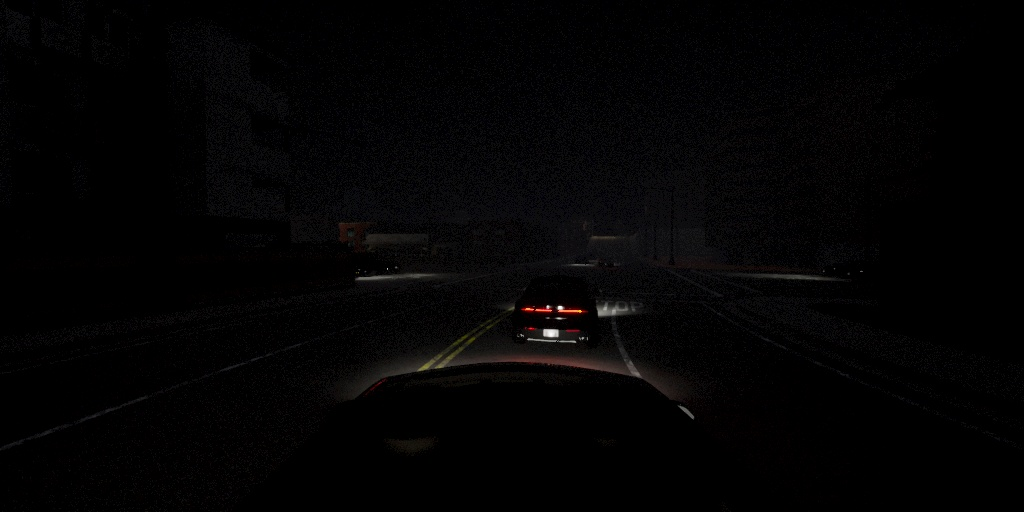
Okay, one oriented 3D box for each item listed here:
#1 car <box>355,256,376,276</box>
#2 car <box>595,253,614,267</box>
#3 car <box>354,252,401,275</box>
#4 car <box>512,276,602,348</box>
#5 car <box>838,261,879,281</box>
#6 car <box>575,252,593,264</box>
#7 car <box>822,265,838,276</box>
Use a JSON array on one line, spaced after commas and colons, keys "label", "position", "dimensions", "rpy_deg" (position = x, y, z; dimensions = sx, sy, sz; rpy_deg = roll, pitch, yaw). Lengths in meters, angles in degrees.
[{"label": "car", "position": [-14.533, 1.030, 30.685], "dimensions": [4.892, 1.490, 1.837], "rpy_deg": [1, 2, 18]}, {"label": "car", "position": [12.571, 0.693, 47.747], "dimensions": [1.895, 1.301, 4.718], "rpy_deg": [0, 1, 17]}, {"label": "car", "position": [-13.314, 0.661, 33.951], "dimensions": [5.566, 2.045, 2.150], "rpy_deg": [1, 2, 18]}, {"label": "car", "position": [1.260, 1.249, 9.380], "dimensions": [1.837, 1.490, 4.892], "rpy_deg": [0, 0, 12]}, {"label": "car", "position": [30.005, 1.249, 28.751], "dimensions": [4.902, 1.511, 2.128], "rpy_deg": [1, 2, 16]}, {"label": "car", "position": [10.599, 0.490, 53.924], "dimensions": [2.033, 1.411, 5.357], "rpy_deg": [0, 2, 17]}, {"label": "car", "position": [30.912, 1.165, 32.130], "dimensions": [4.902, 1.511, 2.128], "rpy_deg": [1, 2, 16]}]
